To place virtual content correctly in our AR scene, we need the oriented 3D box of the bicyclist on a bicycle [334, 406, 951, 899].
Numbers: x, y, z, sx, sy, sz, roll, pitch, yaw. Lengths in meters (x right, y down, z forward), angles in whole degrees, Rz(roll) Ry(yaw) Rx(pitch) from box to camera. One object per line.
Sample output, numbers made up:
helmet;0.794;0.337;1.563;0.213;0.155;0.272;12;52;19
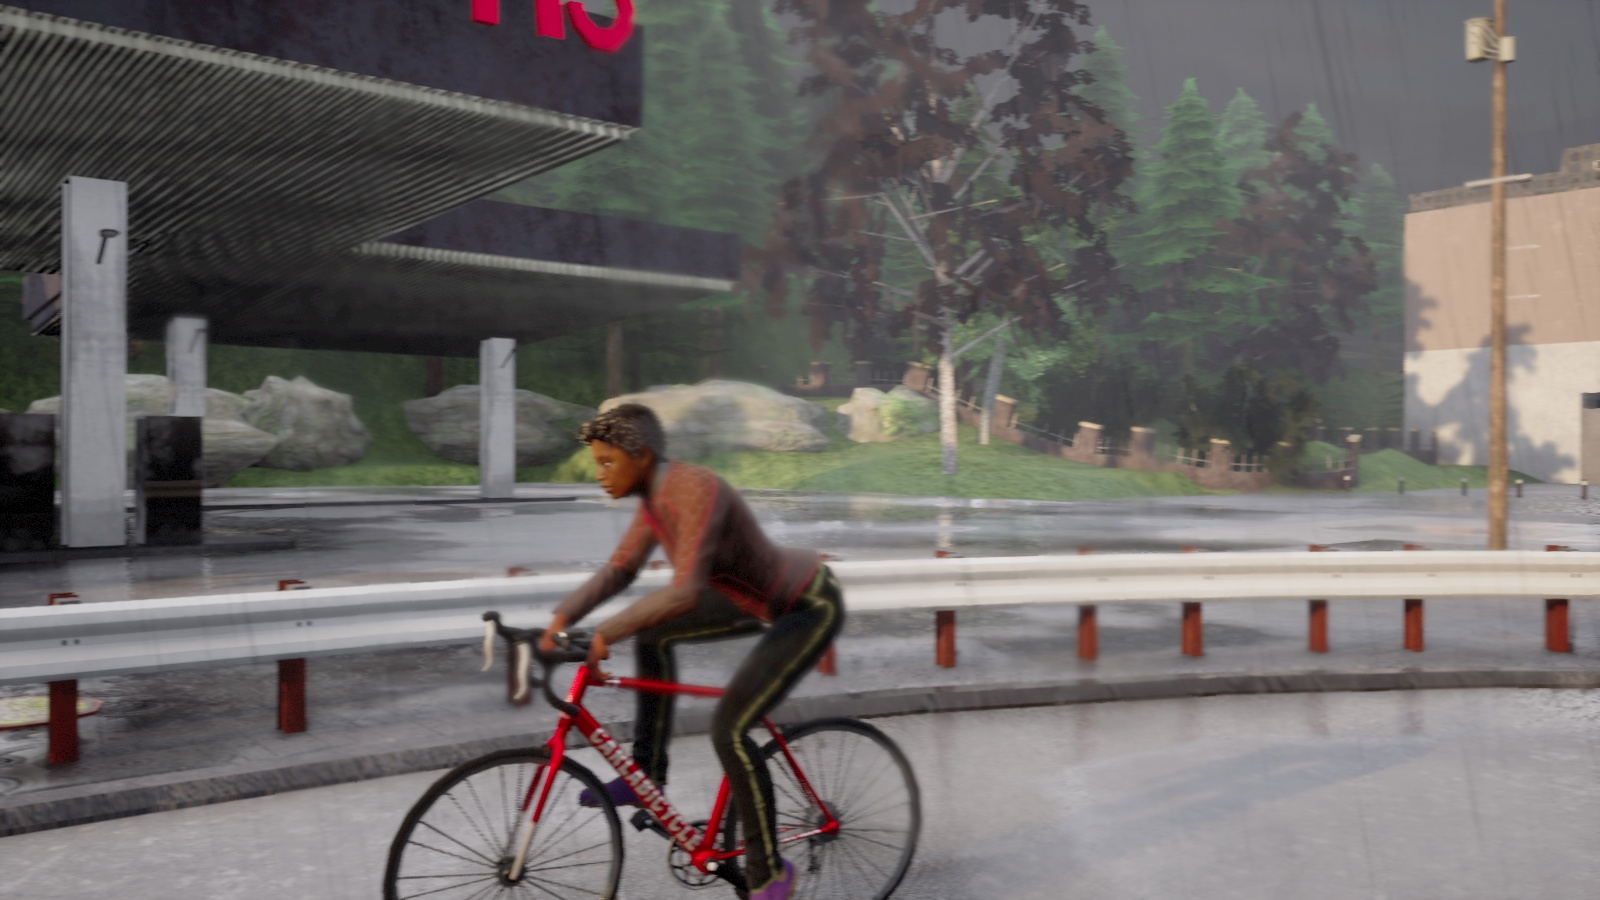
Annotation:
bicyclist on a bicycle;-0.435;0.695;3.620;1.656;1.620;0.582;0;1;-25
